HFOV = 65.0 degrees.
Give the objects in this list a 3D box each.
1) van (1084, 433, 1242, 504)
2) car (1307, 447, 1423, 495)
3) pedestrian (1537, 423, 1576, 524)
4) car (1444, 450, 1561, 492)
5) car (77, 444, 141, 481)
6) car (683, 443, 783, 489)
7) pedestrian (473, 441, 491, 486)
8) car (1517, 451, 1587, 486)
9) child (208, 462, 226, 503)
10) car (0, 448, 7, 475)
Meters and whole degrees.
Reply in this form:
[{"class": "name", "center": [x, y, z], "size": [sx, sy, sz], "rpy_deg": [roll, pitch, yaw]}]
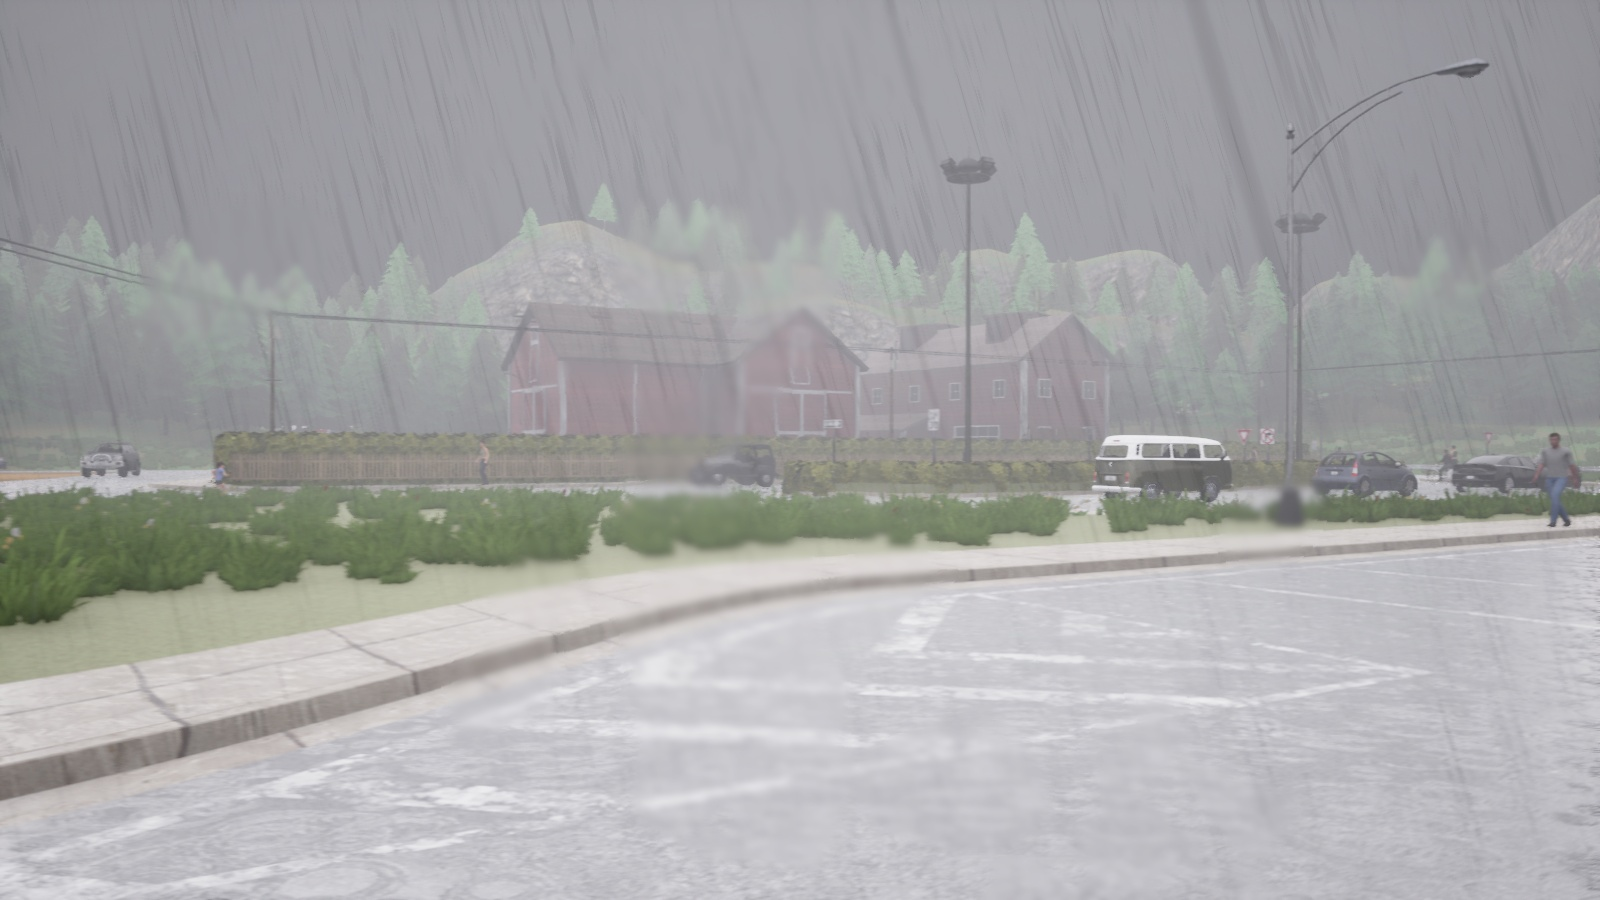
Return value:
[{"class": "van", "center": [11.050, 0.534, 38.196], "size": [4.480, 2.038, 2.069], "rpy_deg": [0, 0, -30]}, {"class": "car", "center": [19.771, 0.704, 43.890], "size": [3.988, 1.617, 1.851], "rpy_deg": [0, 0, -33]}, {"class": "pedestrian", "center": [13.961, 0.425, 23.164], "size": [0.706, 1.836, 0.354], "rpy_deg": [0, 0, -35]}, {"class": "car", "center": [27.397, 0.780, 48.933], "size": [5.008, 1.535, 1.882], "rpy_deg": [0, 0, -34]}, {"class": "car", "center": [-35.200, 0.602, 64.095], "size": [1.932, 1.855, 4.605], "rpy_deg": [0, 0, -16]}, {"class": "car", "center": [-2.877, 0.671, 53.941], "size": [3.866, 1.878, 1.905], "rpy_deg": [0, 0, -33]}, {"class": "pedestrian", "center": [-12.885, 0.543, 50.875], "size": [0.594, 1.836, 0.345], "rpy_deg": [0, 0, -33]}, {"class": "car", "center": [33.519, 0.807, 56.101], "size": [2.163, 1.488, 4.792], "rpy_deg": [0, 0, 25]}, {"class": "child", "center": [-16.000, 0.890, 34.464], "size": [0.394, 1.110, 0.255], "rpy_deg": [0, 0, -41]}, {"class": "car", "center": [-53.236, 0.740, 79.936], "size": [4.611, 1.667, 2.242], "rpy_deg": [0, 0, -33]}]
